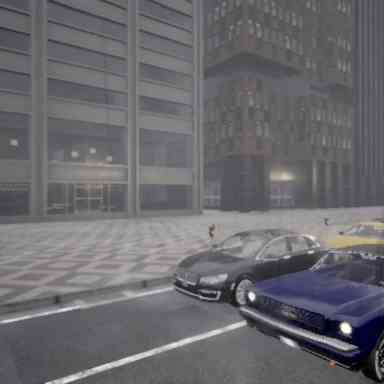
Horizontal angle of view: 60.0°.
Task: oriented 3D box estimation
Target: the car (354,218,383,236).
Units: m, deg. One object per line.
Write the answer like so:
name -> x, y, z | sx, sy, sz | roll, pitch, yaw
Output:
car -> 6.054, 1.589, 11.089 | 4.829, 1.417, 1.752 | 0, -1, -36

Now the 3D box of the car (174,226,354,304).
car -> 1.631, 1.592, 7.869 | 4.403, 1.369, 2.008 | 0, -1, -36

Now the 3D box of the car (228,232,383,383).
car -> 3.037, 1.633, 5.592 | 4.718, 1.301, 1.895 | 0, 0, -36
